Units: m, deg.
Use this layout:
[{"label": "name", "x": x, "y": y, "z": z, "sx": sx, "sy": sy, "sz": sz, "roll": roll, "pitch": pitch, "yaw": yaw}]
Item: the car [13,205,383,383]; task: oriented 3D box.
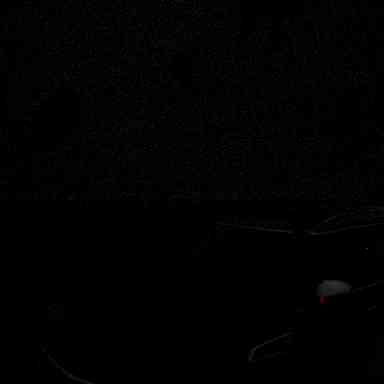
[{"label": "car", "x": 1.091, "y": 1.221, "z": 3.846, "sx": 5.566, "sy": 2.045, "sz": 2.150, "roll": 0, "pitch": 0, "yaw": -35}]
